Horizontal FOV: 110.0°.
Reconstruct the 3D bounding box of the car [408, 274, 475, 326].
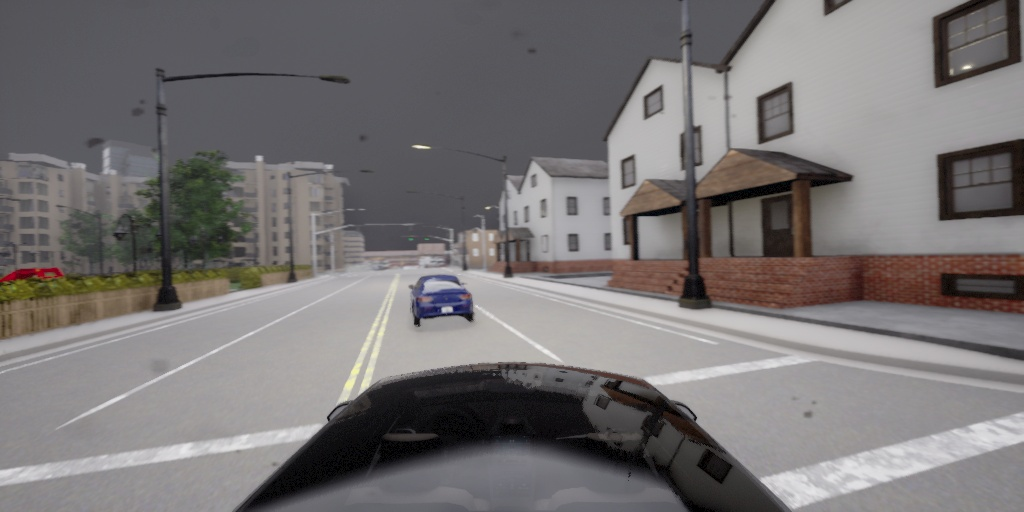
[{"bbox_3d":[-2.478,1.352,12.192,1.812,1.442,4.674,-2,0,-17],"label":"car"}]
